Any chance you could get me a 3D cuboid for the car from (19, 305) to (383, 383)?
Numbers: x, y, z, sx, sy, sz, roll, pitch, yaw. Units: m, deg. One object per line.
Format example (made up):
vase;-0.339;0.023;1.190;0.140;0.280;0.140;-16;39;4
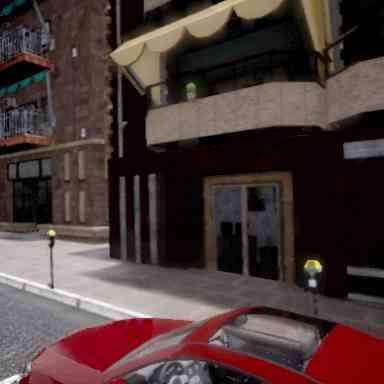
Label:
car;0.380;1.582;2.473;4.206;1.307;1.802;0;-2;36
